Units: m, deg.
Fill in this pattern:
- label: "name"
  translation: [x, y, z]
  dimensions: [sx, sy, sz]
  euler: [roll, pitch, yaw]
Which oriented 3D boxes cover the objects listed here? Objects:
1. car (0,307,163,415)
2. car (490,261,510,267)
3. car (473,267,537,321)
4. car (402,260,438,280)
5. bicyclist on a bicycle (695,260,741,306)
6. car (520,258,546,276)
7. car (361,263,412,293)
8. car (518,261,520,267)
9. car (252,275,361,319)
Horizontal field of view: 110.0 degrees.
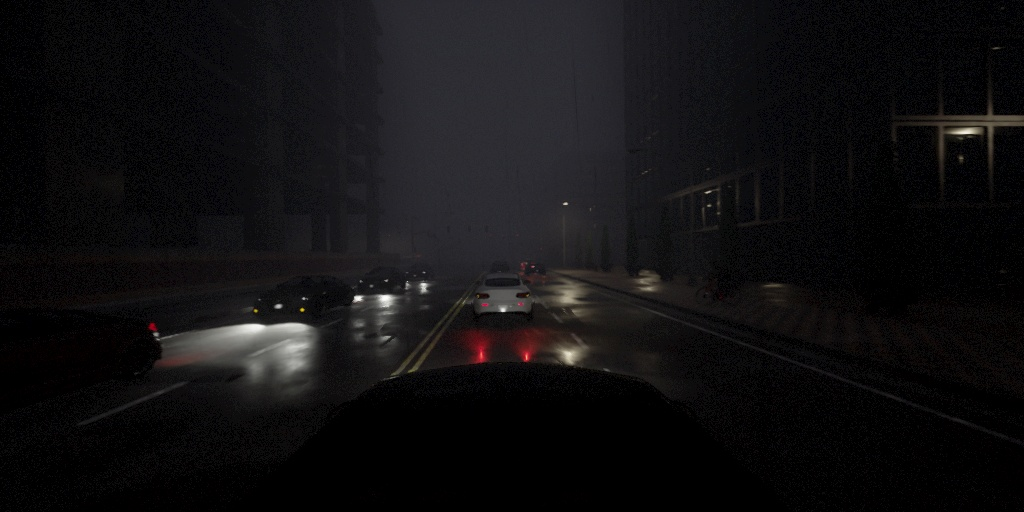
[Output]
- label: "car"
  translation: [-7.160, 1.407, 4.629]
  dimensions: [1.994, 1.385, 4.181]
  euler: [-1, 0, -3]
- label: "car"
  translation: [-1.183, 1.256, 35.975]
  dimensions: [2.128, 1.511, 4.902]
  euler: [-1, 0, -2]
- label: "car"
  translation: [-0.323, 1.279, 12.453]
  dimensions: [1.812, 1.442, 4.674]
  euler: [-1, 0, -2]
- label: "car"
  translation: [-8.216, 1.381, 32.380]
  dimensions: [1.812, 1.442, 4.674]
  euler: [-1, 0, -2]
- label: "bicyclist on a bicycle"
  translation: [7.210, 0.955, 12.549]
  dimensions: [1.656, 1.620, 0.582]
  euler: [-1, 0, -2]
- label: "car"
  translation: [2.299, 1.209, 36.531]
  dimensions: [2.128, 1.511, 4.902]
  euler: [-1, 0, -2]
- label: "car"
  translation: [-7.833, 1.377, 22.078]
  dimensions: [1.812, 1.442, 4.674]
  euler: [-1, 0, -2]
- label: "car"
  translation: [1.948, 1.074, 45.330]
  dimensions: [2.097, 1.767, 4.553]
  euler: [-1, 0, -2]
- label: "car"
  translation: [-7.507, 1.411, 13.346]
  dimensions: [1.994, 1.385, 4.181]
  euler: [-1, 0, -3]
